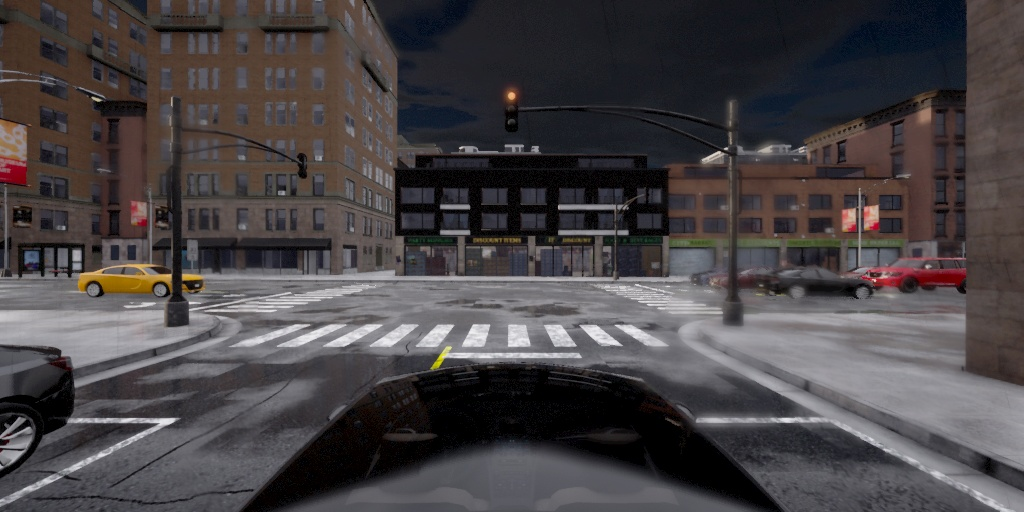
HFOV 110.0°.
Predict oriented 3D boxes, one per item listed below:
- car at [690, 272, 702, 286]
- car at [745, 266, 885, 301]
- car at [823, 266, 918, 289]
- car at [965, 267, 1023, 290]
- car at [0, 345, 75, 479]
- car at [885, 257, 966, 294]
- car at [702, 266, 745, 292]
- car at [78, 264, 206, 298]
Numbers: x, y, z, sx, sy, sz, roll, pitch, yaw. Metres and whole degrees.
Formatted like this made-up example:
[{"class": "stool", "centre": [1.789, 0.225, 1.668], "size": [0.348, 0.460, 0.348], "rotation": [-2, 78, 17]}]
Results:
[{"class": "car", "centre": [14.405, 1.394, 24.260], "size": [4.181, 1.385, 1.994], "rotation": [0, 0, 0]}, {"class": "car", "centre": [14.680, 1.309, 17.560], "size": [5.008, 1.535, 1.882], "rotation": [0, 0, 0]}, {"class": "car", "centre": [24.167, 1.407, 24.298], "size": [4.674, 1.442, 1.812], "rotation": [0, 0, 0]}, {"class": "car", "centre": [34.121, 1.498, 24.352], "size": [4.181, 1.385, 1.994], "rotation": [0, 0, 0]}, {"class": "car", "centre": [-5.387, 1.316, 1.910], "size": [1.948, 1.339, 4.313], "rotation": [0, 0, 0]}, {"class": "car", "centre": [23.999, 1.102, 21.043], "size": [5.566, 2.045, 2.150], "rotation": [0, 0, 0]}, {"class": "car", "centre": [14.105, 1.354, 21.008], "size": [4.674, 1.442, 1.812], "rotation": [0, 0, 1]}, {"class": "car", "centre": [-17.787, 1.149, 17.396], "size": [5.008, 1.535, 1.882], "rotation": [0, 0, 0]}]
